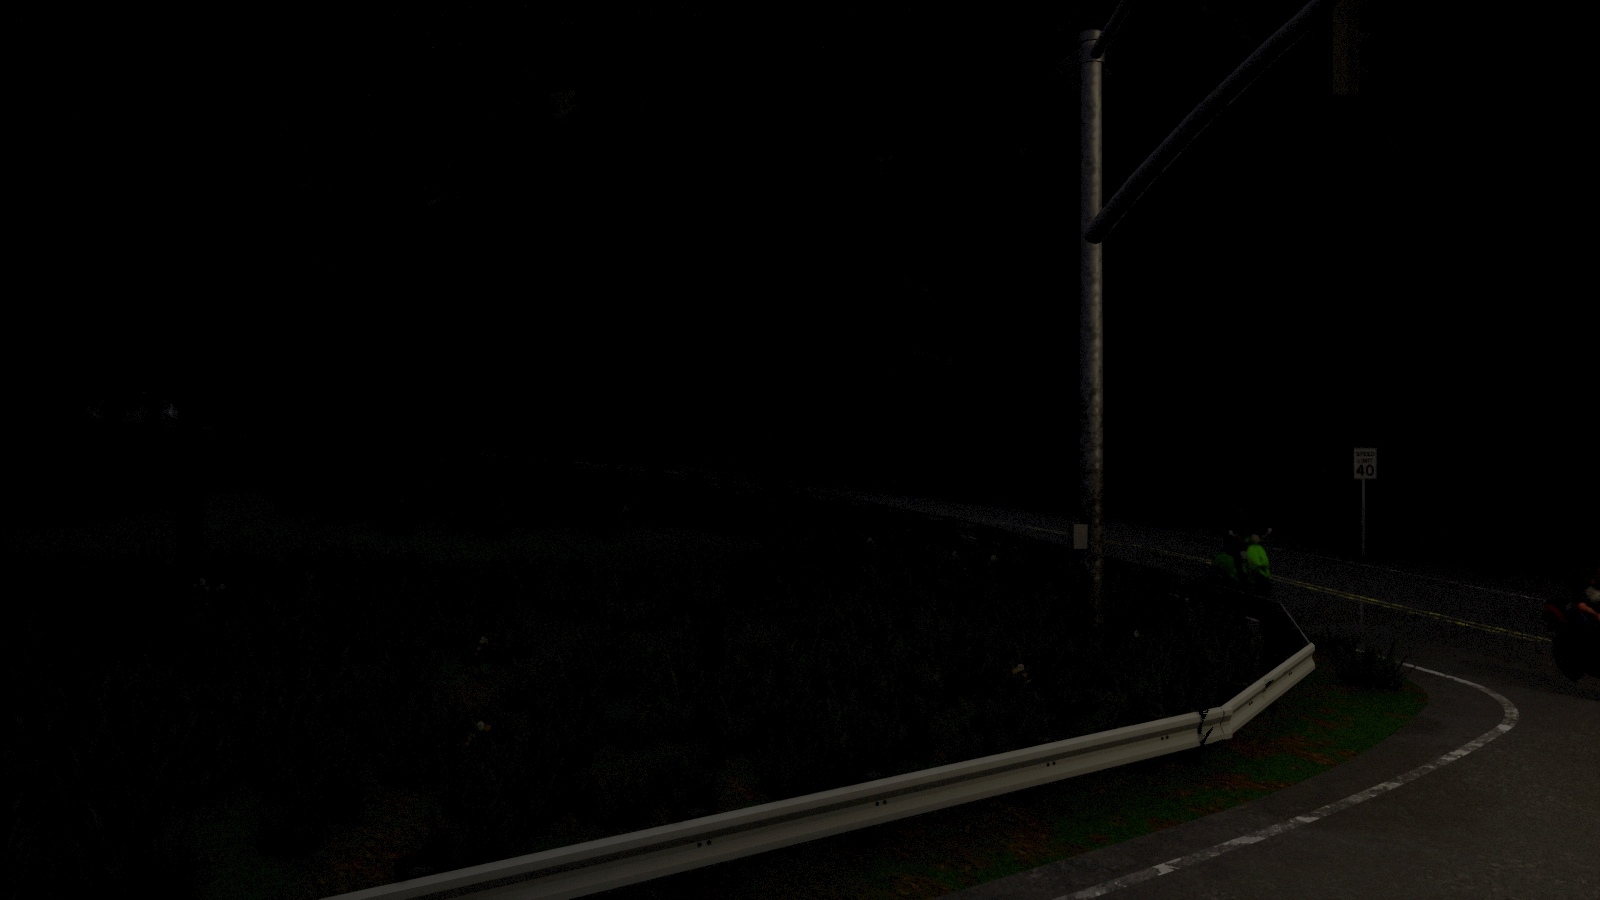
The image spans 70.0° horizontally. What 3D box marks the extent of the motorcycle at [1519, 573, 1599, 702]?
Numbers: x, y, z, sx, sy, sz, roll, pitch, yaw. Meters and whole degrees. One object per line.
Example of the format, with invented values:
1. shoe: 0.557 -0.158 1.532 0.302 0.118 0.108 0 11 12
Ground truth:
1. motorcycle: 9.286 2.163 13.138 0.803 1.199 2.033 -5 0 5

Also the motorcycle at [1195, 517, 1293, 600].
1. motorcycle: 8.283 1.995 21.410 0.856 1.316 1.805 0 2 -11
